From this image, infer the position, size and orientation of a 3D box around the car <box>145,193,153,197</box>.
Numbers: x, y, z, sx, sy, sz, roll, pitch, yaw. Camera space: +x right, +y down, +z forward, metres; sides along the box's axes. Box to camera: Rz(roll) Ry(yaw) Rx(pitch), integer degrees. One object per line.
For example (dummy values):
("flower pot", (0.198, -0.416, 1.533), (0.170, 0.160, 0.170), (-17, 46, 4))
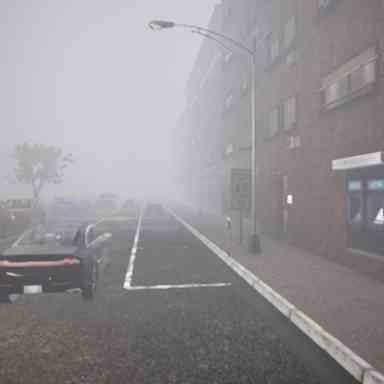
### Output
("car", (-8.414, 1.341, 66.300), (1.967, 1.590, 4.097), (1, 0, -8))

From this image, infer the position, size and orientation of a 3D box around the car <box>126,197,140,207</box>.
("car", (-9.075, 1.532, 51.547), (1.895, 1.301, 4.718), (0, 0, -7))

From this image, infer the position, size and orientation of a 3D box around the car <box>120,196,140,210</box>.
("car", (-7.664, 1.476, 41.640), (1.812, 1.442, 4.674), (0, 0, -8))

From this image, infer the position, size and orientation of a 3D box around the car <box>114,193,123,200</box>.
("car", (-20.576, 1.139, 93.096), (2.192, 1.841, 5.009), (1, 0, -8))

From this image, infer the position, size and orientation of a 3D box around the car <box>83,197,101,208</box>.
("car", (-14.372, 1.460, 48.182), (1.752, 1.417, 4.829), (1, 0, -8))

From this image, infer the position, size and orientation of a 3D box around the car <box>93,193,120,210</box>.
("car", (-10.897, 1.168, 42.639), (2.150, 2.045, 5.566), (0, 0, -8))

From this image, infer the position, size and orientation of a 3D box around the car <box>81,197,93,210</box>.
("car", (-13.622, 1.527, 42.757), (1.802, 1.307, 4.206), (1, 0, -8))

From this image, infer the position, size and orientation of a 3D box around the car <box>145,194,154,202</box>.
("car", (-9.187, 1.328, 71.893), (1.967, 1.590, 4.097), (1, 0, -8))

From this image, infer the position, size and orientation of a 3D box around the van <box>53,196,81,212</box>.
("van", (-12.074, 1.304, 31.570), (1.690, 1.788, 3.998), (1, 0, -8))

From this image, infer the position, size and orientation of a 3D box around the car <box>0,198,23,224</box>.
("car", (-9.755, 1.298, 14.790), (2.192, 1.841, 5.009), (0, 0, -8))

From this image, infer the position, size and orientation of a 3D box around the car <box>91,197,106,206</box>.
("car", (-15.168, 1.505, 53.944), (1.802, 1.307, 4.206), (1, 0, -8))

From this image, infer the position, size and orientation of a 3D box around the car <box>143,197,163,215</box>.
("car", (-3.777, 1.517, 32.737), (2.008, 1.369, 4.403), (1, 0, -8))

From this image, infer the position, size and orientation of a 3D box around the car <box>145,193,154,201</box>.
("car", (-10.731, 1.174, 83.078), (2.192, 1.841, 5.009), (1, 0, -8))

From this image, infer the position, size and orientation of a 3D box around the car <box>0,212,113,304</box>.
("car", (-3.110, 1.483, 8.211), (2.128, 1.511, 4.902), (0, 0, -8))

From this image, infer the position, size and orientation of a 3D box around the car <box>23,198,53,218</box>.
("car", (-10.528, 1.292, 20.384), (2.192, 1.841, 5.009), (0, 0, -8))
